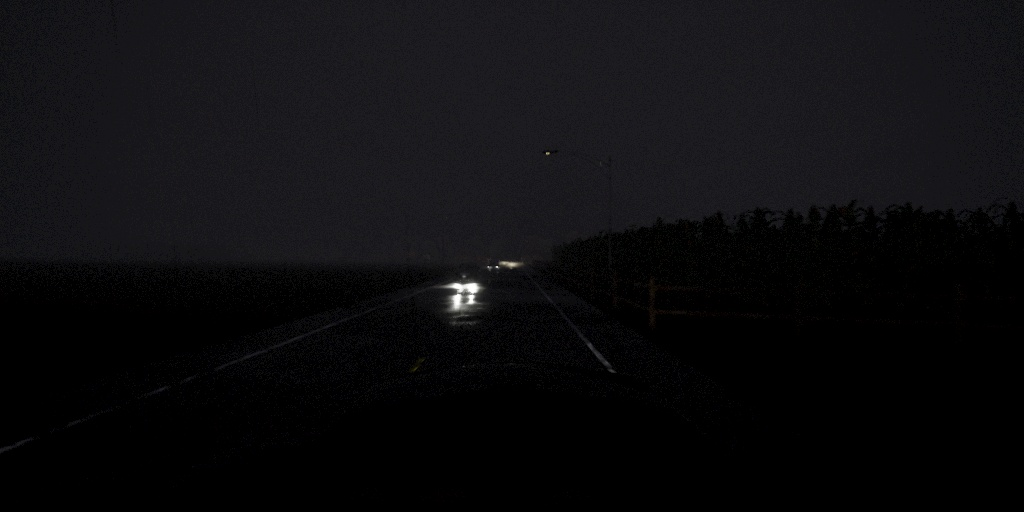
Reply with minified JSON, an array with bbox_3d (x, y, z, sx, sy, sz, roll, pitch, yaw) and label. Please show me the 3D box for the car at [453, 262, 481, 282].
[{"bbox_3d":[-3.597,1.283,29.426,2.128,1.511,4.902,0,0,0],"label":"car"}]
